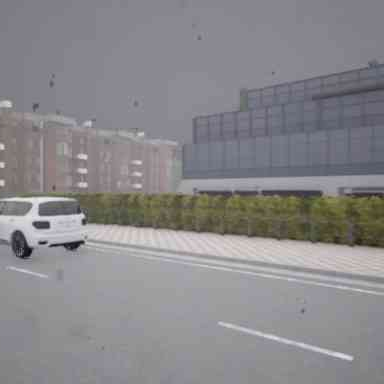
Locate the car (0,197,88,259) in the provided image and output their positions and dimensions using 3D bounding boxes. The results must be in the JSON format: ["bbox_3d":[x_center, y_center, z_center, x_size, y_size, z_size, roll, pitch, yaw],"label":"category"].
[{"bbox_3d":[-6.344,1.203,12.740,5.566,2.045,2.150,0,0,36],"label":"car"}]
